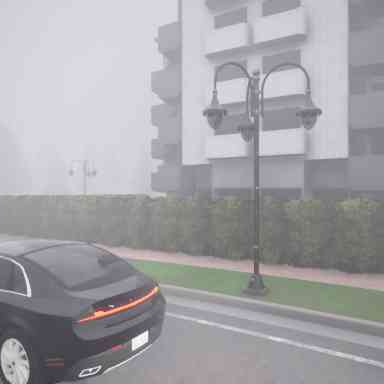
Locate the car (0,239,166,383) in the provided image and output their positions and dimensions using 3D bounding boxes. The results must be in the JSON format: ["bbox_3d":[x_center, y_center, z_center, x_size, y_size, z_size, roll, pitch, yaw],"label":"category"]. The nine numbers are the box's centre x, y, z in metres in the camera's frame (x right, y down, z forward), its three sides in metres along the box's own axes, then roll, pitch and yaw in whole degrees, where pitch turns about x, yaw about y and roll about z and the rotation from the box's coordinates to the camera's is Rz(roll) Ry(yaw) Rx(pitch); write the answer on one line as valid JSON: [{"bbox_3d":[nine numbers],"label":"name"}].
[{"bbox_3d":[-2.698,1.505,5.158,4.892,1.490,1.837,0,0,31],"label":"car"}]
